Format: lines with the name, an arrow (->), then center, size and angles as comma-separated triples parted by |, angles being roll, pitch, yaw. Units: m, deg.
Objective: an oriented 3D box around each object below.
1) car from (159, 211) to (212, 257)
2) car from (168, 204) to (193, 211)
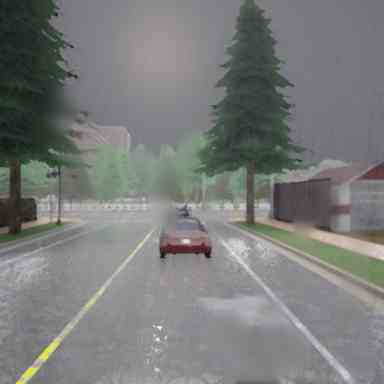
car -> -0.310, 1.714, 13.641 | 1.994, 1.385, 4.181 | 0, -1, -3
car -> -1.028, 1.807, 28.585 | 2.128, 1.511, 4.902 | 0, -1, 5
